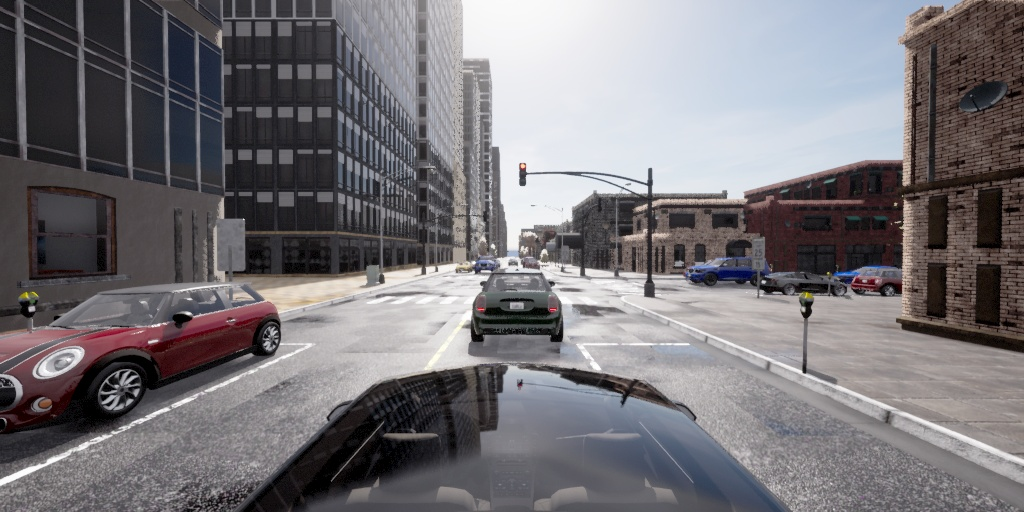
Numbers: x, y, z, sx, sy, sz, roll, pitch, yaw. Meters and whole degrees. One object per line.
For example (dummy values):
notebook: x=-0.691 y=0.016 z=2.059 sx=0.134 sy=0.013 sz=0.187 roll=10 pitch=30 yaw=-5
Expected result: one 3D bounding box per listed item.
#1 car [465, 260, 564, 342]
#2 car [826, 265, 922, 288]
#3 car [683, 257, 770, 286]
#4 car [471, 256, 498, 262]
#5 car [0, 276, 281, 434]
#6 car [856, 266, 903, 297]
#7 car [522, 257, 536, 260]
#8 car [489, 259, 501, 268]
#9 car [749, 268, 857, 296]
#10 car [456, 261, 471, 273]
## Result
car: x=0.150 y=1.100 z=9.910 sx=2.097 sy=1.767 sz=4.553 roll=0 pitch=0 yaw=1
car: x=26.237 y=1.461 z=26.083 sx=5.008 sy=1.535 sz=1.882 roll=0 pitch=1 yaw=1
car: x=15.777 y=1.105 z=26.234 sx=5.566 sy=2.045 sz=2.150 roll=1 pitch=1 yaw=1
car: x=-3.012 y=0.962 z=41.496 sx=2.150 sy=2.045 sz=5.566 roll=0 pitch=0 yaw=1
car: x=-5.684 y=1.189 z=5.613 sx=1.967 sy=1.591 sz=4.097 roll=0 pitch=0 yaw=0
car: x=21.994 y=1.474 z=20.364 sx=4.097 sy=1.591 sz=1.967 roll=0 pitch=0 yaw=1
car: x=2.781 y=1.179 z=49.134 sx=1.967 sy=1.591 sz=4.097 roll=0 pitch=0 yaw=0
car: x=-2.955 y=1.263 z=61.937 sx=1.812 sy=1.442 sz=4.674 roll=0 pitch=0 yaw=0
car: x=16.447 y=1.547 z=20.446 sx=4.313 sy=1.339 sz=1.948 roll=0 pitch=0 yaw=1
car: x=-5.749 y=1.265 z=43.391 sx=1.751 sy=1.417 sz=4.829 roll=0 pitch=0 yaw=0
